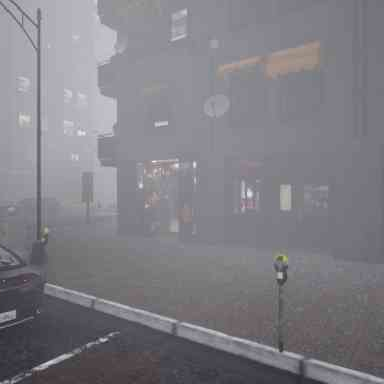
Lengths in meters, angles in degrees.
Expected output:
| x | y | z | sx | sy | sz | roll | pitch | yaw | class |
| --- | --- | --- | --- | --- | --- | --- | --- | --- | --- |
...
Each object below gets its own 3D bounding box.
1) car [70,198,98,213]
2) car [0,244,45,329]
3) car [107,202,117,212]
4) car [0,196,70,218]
| x | y | z | sx | sy | sz | roll | pitch | yaw | class |
| --- | --- | --- | --- | --- | --- | --- | --- | --- | --- |
| -10.908 | 1.250 | 30.466 | 1.752 | 1.417 | 4.829 | 1 | 1 | 35 | car |
| -4.430 | 1.551 | 6.032 | 4.403 | 1.369 | 2.008 | 0 | 0 | 35 | car |
| -5.847 | 1.201 | 33.204 | 2.033 | 1.411 | 5.357 | 0 | 1 | 35 | car |
| -11.847 | 1.151 | 24.578 | 2.097 | 1.767 | 4.553 | 0 | 1 | 34 | car |
